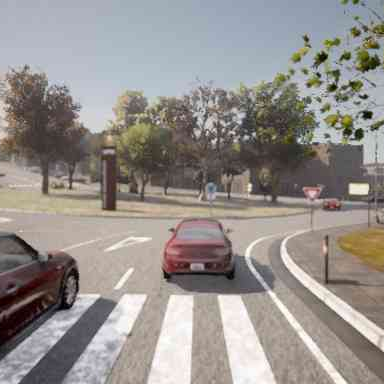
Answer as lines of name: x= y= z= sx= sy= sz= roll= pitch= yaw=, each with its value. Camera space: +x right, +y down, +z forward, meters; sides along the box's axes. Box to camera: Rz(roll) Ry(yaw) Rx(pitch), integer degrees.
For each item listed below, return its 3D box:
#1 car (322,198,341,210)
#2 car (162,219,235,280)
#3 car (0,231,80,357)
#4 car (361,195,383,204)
car: x=16.571 y=1.405 z=39.626 sx=1.895 sy=1.301 sz=4.718 roll=1 pitch=2 yaw=21
car: x=0.257 y=1.514 z=9.814 sx=1.812 sy=1.442 sz=4.674 roll=0 pitch=0 yaw=3
car: x=-3.354 y=1.351 z=4.962 sx=2.097 sy=1.767 sz=4.553 roll=0 pitch=0 yaw=1
car: x=29.242 y=1.179 z=53.122 sx=5.357 sy=1.411 sz=2.033 roll=2 pitch=-1 yaw=-34
